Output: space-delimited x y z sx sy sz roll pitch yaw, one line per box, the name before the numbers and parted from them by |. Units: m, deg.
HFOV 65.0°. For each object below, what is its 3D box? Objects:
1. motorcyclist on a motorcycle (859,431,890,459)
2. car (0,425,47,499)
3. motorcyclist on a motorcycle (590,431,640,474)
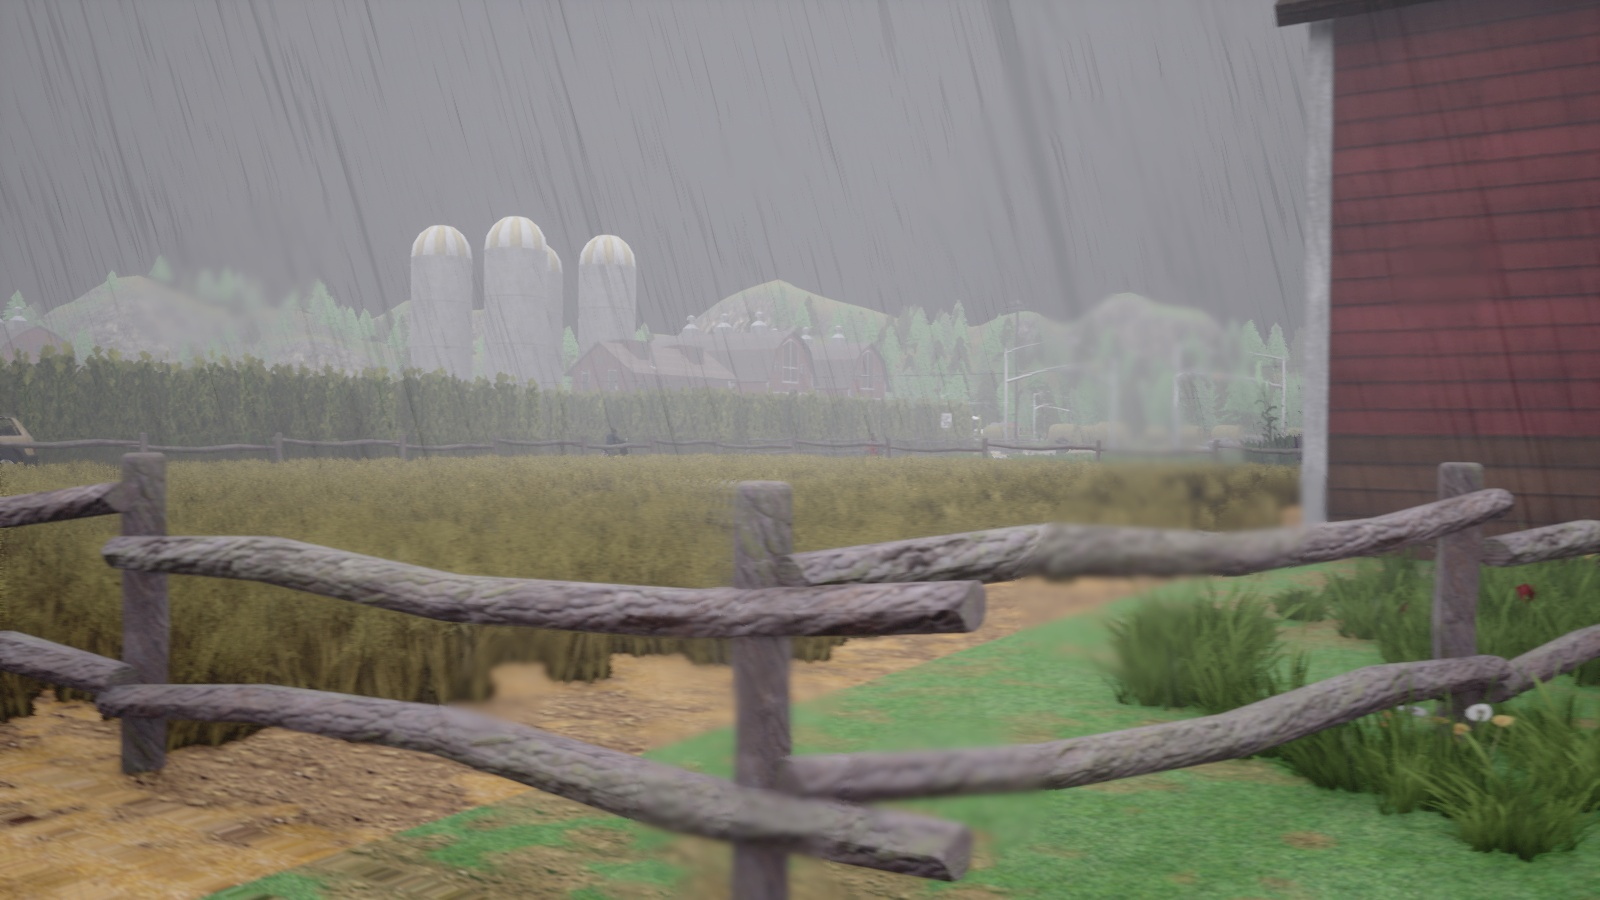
motorcyclist on a motorcycle | 4.159 -0.284 70.316 0.797 1.523 2.044 0 1 33
car | -21.647 0.318 31.223 1.932 1.855 4.605 0 1 34
motorcyclist on a motorcycle | -7.014 0.096 47.766 0.866 1.590 1.817 0 1 33
